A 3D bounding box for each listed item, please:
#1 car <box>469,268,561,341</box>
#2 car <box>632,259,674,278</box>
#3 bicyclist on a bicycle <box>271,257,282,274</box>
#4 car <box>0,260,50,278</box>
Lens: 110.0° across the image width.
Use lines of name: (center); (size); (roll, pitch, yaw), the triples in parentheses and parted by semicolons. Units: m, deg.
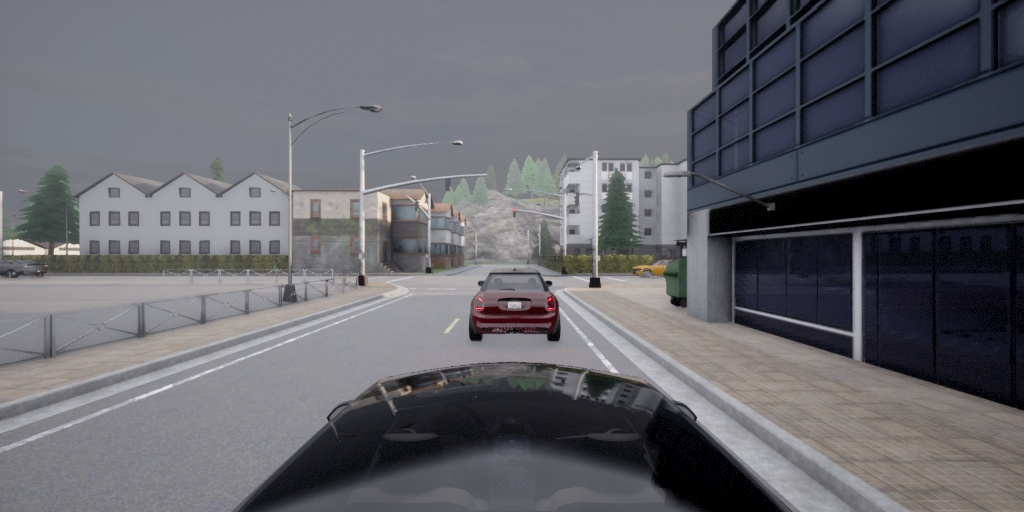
car: (0.085, 1.102, 10.014); (2.097, 1.767, 4.553); (0, 0, 1)
car: (12.591, 1.051, 29.883); (5.008, 1.535, 1.882); (0, 0, 1)
bicyclist on a bicycle: (-22.211, 0.874, 33.856); (0.582, 1.620, 1.656); (0, 0, 0)
car: (-42.102, 1.065, 30.105); (4.902, 1.511, 2.128); (0, 0, 0)
